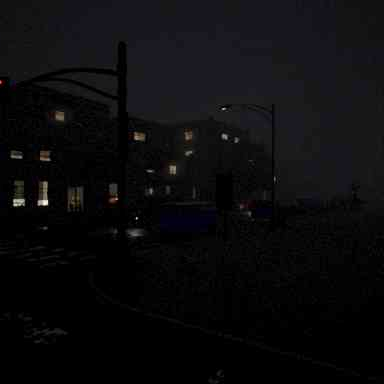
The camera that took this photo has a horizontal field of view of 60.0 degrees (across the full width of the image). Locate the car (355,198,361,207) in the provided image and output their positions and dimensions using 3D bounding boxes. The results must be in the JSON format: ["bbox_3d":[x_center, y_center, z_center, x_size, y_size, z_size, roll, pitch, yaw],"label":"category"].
[{"bbox_3d":[25.275,1.517,53.814,2.192,1.841,5.009,0,0,35],"label":"car"}]

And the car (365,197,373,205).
[{"bbox_3d":[34.801,1.811,67.365,1.887,1.381,4.507,0,0,35],"label":"car"}]

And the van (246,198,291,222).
[{"bbox_3d":[6.219,1.436,26.712,1.690,1.788,3.998,0,0,35],"label":"van"}]

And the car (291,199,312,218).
[{"bbox_3d":[9.393,1.656,31.228,1.887,1.381,4.507,0,0,35],"label":"car"}]

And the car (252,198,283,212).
[{"bbox_3d":[9.434,1.572,41.306,1.882,1.535,5.008,1,0,35],"label":"car"}]

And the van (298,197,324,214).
[{"bbox_3d":[12.571,1.469,35.745,1.690,1.788,3.998,0,0,35],"label":"van"}]

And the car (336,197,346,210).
[{"bbox_3d":[18.921,1.730,44.779,1.947,1.339,4.313,0,0,35],"label":"car"}]

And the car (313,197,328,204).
[{"bbox_3d":[27.857,1.729,72.060,1.752,1.417,4.829,0,0,35],"label":"car"}]

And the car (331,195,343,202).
[{"bbox_3d":[37.483,1.714,85.750,1.967,1.590,4.097,0,0,35],"label":"car"}]

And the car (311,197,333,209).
[{"bbox_3d":[19.743,1.640,50.448,1.882,1.535,5.008,1,0,35],"label":"car"}]

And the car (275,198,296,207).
[{"bbox_3d":[15.252,1.666,54.131,1.887,1.381,4.507,0,0,35],"label":"car"}]

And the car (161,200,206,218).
[{"bbox_3d":[-0.725,1.559,31.407,1.752,1.417,4.829,0,0,35],"label":"car"}]

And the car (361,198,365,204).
[{"bbox_3d":[28.547,1.749,58.470,1.752,1.417,4.829,0,0,35],"label":"car"}]

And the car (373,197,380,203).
[{"bbox_3d":[44.328,1.901,80.916,1.947,1.339,4.313,0,0,35],"label":"car"}]

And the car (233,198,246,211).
[{"bbox_3d":[5.726,1.507,40.581,1.967,1.590,4.097,0,0,35],"label":"car"}]

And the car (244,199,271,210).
[{"bbox_3d":[8.901,1.629,45.098,1.887,1.381,4.507,0,0,35],"label":"car"}]

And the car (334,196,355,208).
[{"bbox_3d":[22.099,1.498,49.297,2.192,1.841,5.009,0,0,35],"label":"car"}]

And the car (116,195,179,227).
[{"bbox_3d":[-2.844,1.253,23.883,2.150,2.045,5.566,1,0,35],"label":"car"}]

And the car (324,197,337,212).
[{"bbox_3d":[15.844,1.672,40.402,1.752,1.417,4.829,0,0,35],"label":"car"}]

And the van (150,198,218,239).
[{"bbox_3d":[-0.133,1.407,17.677,1.690,1.788,3.998,0,0,35],"label":"van"}]

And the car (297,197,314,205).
[{"bbox_3d":[21.604,1.706,63.165,1.887,1.381,4.507,0,0,35],"label":"car"}]

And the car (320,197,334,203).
[{"bbox_3d":[31.131,1.793,76.716,1.947,1.339,4.313,0,0,35],"label":"car"}]
